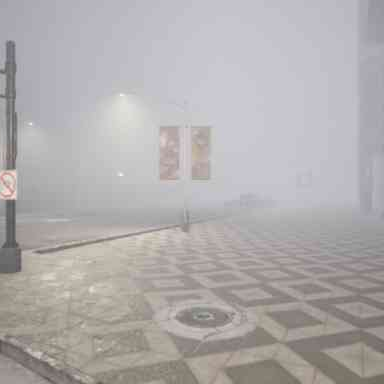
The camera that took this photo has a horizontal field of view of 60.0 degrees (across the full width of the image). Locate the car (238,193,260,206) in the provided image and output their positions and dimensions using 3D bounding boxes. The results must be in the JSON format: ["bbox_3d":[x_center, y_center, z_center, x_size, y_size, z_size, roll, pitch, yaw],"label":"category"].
[{"bbox_3d":[9.762,1.172,56.629,2.150,2.045,5.566,0,0,26],"label":"car"}]

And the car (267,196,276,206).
[{"bbox_3d":[12.671,1.439,55.178,2.128,1.511,4.902,0,0,26],"label":"car"}]

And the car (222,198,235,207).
[{"bbox_3d":[6.106,1.560,49.063,1.895,1.301,4.718,0,0,27],"label":"car"}]

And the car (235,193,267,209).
[{"bbox_3d":[8.159,1.180,45.846,2.150,2.045,5.566,0,0,26],"label":"car"}]
